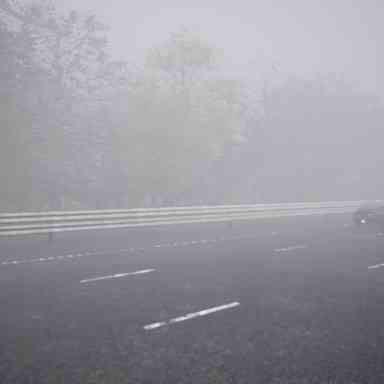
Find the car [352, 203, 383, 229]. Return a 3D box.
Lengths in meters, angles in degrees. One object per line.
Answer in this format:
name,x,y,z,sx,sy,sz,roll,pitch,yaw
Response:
car,12.015,1.446,20.912,4.892,1.490,1.837,-1,0,-35
